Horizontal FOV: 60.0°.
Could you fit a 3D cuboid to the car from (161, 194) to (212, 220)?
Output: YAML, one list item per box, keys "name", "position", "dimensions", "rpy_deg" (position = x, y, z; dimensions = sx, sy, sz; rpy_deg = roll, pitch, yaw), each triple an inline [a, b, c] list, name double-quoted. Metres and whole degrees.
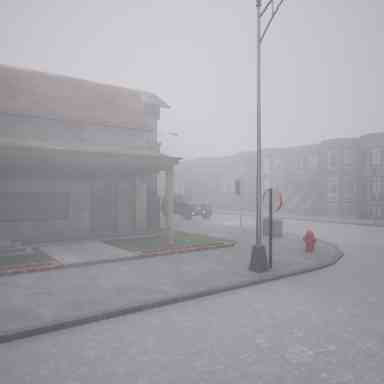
- name: "car"
  position: [-0.621, 1.221, 28.676]
  dimensions: [2.150, 2.045, 5.566]
  rpy_deg: [0, 0, -35]
